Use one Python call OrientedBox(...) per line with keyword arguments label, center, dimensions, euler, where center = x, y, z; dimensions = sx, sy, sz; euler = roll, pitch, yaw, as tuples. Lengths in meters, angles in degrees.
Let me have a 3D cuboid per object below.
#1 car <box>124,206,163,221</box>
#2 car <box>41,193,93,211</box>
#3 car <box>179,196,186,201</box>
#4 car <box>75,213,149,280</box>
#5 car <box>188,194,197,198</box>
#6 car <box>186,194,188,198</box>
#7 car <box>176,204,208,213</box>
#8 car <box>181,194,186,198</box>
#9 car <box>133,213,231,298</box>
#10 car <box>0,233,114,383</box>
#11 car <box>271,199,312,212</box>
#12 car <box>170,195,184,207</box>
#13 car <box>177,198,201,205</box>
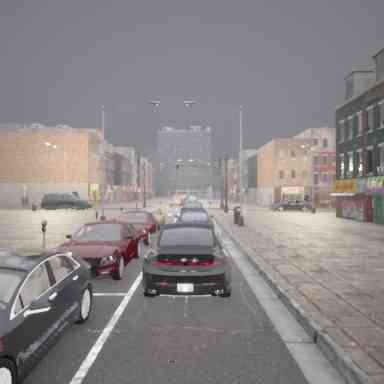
OrientedBox(label="car", center=(-2.618, 1.554, 15.440), dimensions=(1.887, 1.381, 4.507), euler=(0, 0, 0))
OrientedBox(label="car", center=(-14.241, 1.166, 38.036), dimensions=(5.566, 2.045, 2.150), euler=(0, 0, 0))
OrientedBox(label="car", center=(-2.546, 1.762, 90.999), dimensions=(1.887, 1.381, 4.507), euler=(0, 0, 0))
OrientedBox(label="car", center=(-2.623, 1.549, 9.945), dimensions=(1.887, 1.381, 4.507), euler=(0, 0, 0))
OrientedBox(label="car", center=(0.082, 1.403, 83.002), dimensions=(2.150, 2.045, 5.566), euler=(0, 0, 0))
OrientedBox(label="car", center=(-2.556, 1.699, 79.940), dimensions=(1.752, 1.417, 4.829), euler=(0, 0, 0))
OrientedBox(label="car", center=(0.108, 1.536, 16.043), dimensions=(1.812, 1.442, 4.674), euler=(0, 0, 0))
OrientedBox(label="car", center=(-2.576, 1.414, 58.335), dimensions=(2.192, 1.841, 5.009), euler=(0, 0, 0))
OrientedBox(label="car", center=(-0.069, 1.508, 8.521), dimensions=(1.837, 1.490, 4.892), euler=(0, 0, 1))
OrientedBox(label="car", center=(-2.628, 1.552, 4.451), dimensions=(2.008, 1.369, 4.403), euler=(0, 0, 0))
OrientedBox(label="car", center=(12.236, 1.706, 41.099), dimensions=(4.892, 1.490, 1.837), euler=(-1, 0, 0))
OrientedBox(label="car", center=(-2.583, 1.609, 52.721), dimensions=(1.752, 1.417, 4.829), euler=(0, 0, 0))
OrientedBox(label="car", center=(0.049, 1.502, 26.311), dimensions=(1.882, 1.535, 5.008), euler=(0, 0, 0))
